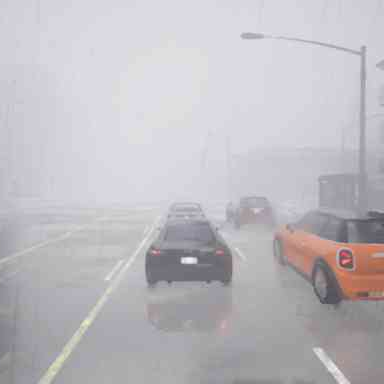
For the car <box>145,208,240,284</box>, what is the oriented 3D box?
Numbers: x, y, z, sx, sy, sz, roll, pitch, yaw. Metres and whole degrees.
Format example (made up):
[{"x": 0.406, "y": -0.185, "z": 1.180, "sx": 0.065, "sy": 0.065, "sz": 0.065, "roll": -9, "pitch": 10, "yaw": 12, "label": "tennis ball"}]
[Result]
[{"x": -0.091, "y": 1.358, "z": 8.953, "sx": 1.994, "sy": 1.385, "sz": 4.181, "roll": 0, "pitch": 1, "yaw": -1, "label": "car"}]

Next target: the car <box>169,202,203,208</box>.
[{"x": -0.331, "y": 1.190, "z": 18.054, "sx": 1.895, "sy": 1.301, "sz": 4.718, "roll": 0, "pitch": 1, "yaw": -2, "label": "car"}]

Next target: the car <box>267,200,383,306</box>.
[{"x": 3.414, "y": 1.169, "z": 7.783, "sx": 2.097, "sy": 1.767, "sz": 4.553, "roll": 0, "pitch": 1, "yaw": 0, "label": "car"}]

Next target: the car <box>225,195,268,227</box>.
[{"x": 3.143, "y": 0.927, "z": 18.529, "sx": 2.097, "sy": 1.767, "sz": 4.553, "roll": 0, "pitch": 1, "yaw": -2, "label": "car"}]
